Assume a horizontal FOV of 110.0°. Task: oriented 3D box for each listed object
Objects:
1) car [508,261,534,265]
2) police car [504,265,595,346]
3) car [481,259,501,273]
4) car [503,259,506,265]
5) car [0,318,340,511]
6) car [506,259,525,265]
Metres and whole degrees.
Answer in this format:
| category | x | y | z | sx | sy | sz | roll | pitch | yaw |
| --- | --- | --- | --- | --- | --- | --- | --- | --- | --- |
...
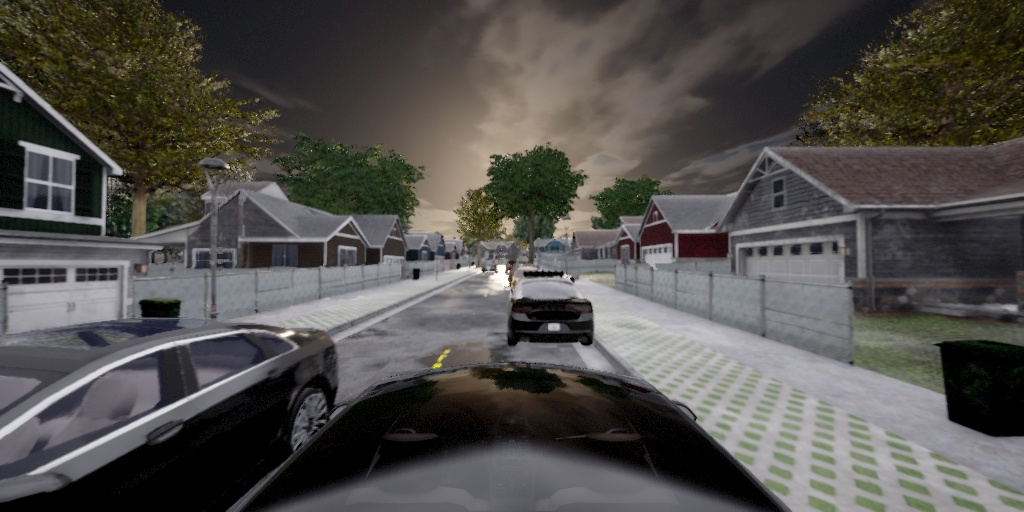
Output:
| category | x | y | z | sx | sy | sz | roll | pitch | yaw |
| --- | --- | --- | --- | --- | --- | --- | --- | --- | --- |
| car | 0.838 | 1.257 | 19.723 | 1.801 | 1.575 | 5.366 | 0 | 0 | 0 |
| police car | 0.831 | 1.199 | 9.640 | 1.930 | 1.638 | 5.238 | 0 | 0 | 0 |
| car | -2.814 | 1.359 | 45.605 | 2.128 | 1.511 | 4.902 | 0 | 0 | 0 |
| car | 0.068 | 1.379 | 47.857 | 1.837 | 1.490 | 4.892 | 0 | 0 | 1 |
| car | -2.850 | 1.243 | 2.087 | 2.128 | 1.511 | 4.902 | 0 | 0 | 0 |
| car | 0.841 | 1.167 | 25.503 | 2.097 | 1.767 | 4.553 | 0 | 0 | 0 |
